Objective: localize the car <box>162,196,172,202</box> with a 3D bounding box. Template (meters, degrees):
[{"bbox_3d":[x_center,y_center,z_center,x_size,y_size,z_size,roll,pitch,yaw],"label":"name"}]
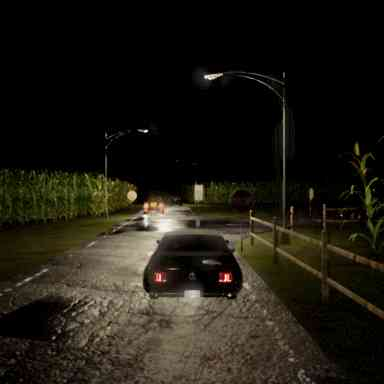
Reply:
[{"bbox_3d":[-5.951,1.639,78.385,1.994,1.385,4.181,0,0,-9],"label":"car"}]

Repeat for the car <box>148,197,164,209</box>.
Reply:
[{"bbox_3d":[-5.023,1.523,46.823,2.128,1.511,4.902,0,0,-5],"label":"car"}]

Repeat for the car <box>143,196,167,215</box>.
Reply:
[{"bbox_3d":[-3.971,1.369,34.694,2.097,1.767,4.553,0,0,-6],"label":"car"}]

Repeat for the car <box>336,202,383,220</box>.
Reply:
[{"bbox_3d":[13.123,1.368,24.203,4.718,1.301,1.895,-1,0,3],"label":"car"}]

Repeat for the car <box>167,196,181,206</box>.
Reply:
[{"bbox_3d":[-2.938,1.393,55.579,2.097,1.767,4.553,0,0,-6],"label":"car"}]

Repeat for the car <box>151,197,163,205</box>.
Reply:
[{"bbox_3d":[-6.428,1.600,60.945,2.033,1.411,5.357,0,0,-6],"label":"car"}]

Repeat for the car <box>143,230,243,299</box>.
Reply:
[{"bbox_3d":[0.019,1.601,8.368,1.895,1.301,4.718,0,0,0],"label":"car"}]
